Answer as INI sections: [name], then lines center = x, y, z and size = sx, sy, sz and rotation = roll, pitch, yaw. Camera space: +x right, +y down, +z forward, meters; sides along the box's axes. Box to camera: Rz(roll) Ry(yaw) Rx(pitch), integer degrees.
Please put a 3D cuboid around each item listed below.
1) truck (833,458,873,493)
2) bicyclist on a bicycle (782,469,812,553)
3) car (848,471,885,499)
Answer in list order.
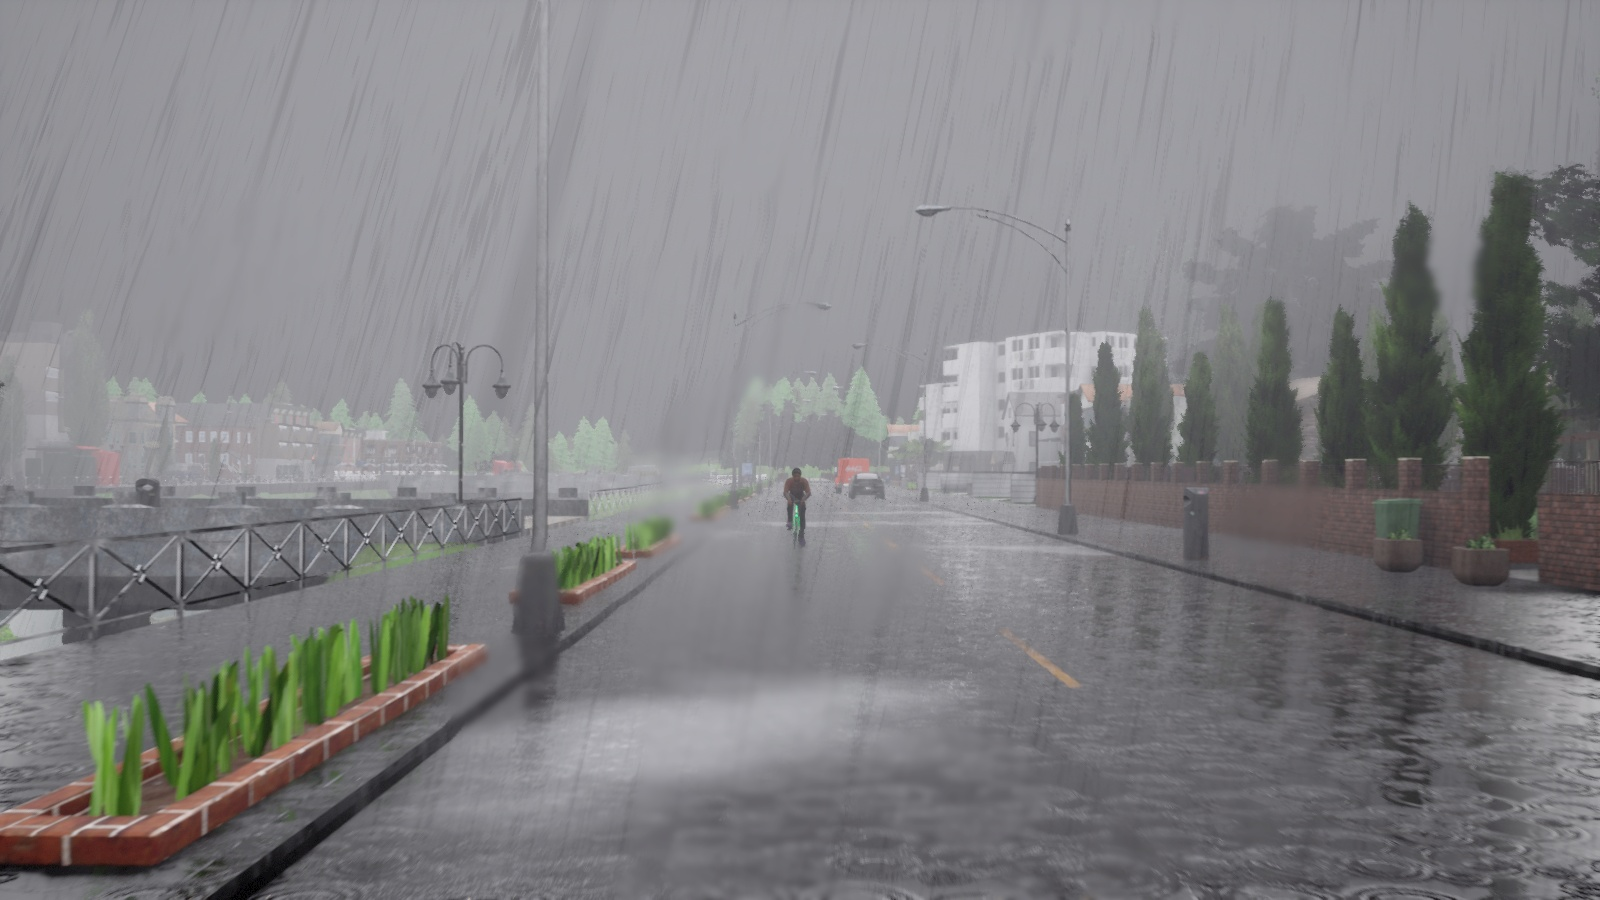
[truck]
center = 3.787, 1.821, 90.120
size = 2.627, 2.467, 5.204
rotation = 0, -1, 0
[bicyclist on a bicycle]
center = -0.059, 1.187, 25.044
size = 0.582, 1.620, 1.656
rotation = 0, -1, 0
[car]
center = 3.829, 1.995, 72.747
size = 1.882, 1.535, 5.008
rotation = 0, -1, 0
